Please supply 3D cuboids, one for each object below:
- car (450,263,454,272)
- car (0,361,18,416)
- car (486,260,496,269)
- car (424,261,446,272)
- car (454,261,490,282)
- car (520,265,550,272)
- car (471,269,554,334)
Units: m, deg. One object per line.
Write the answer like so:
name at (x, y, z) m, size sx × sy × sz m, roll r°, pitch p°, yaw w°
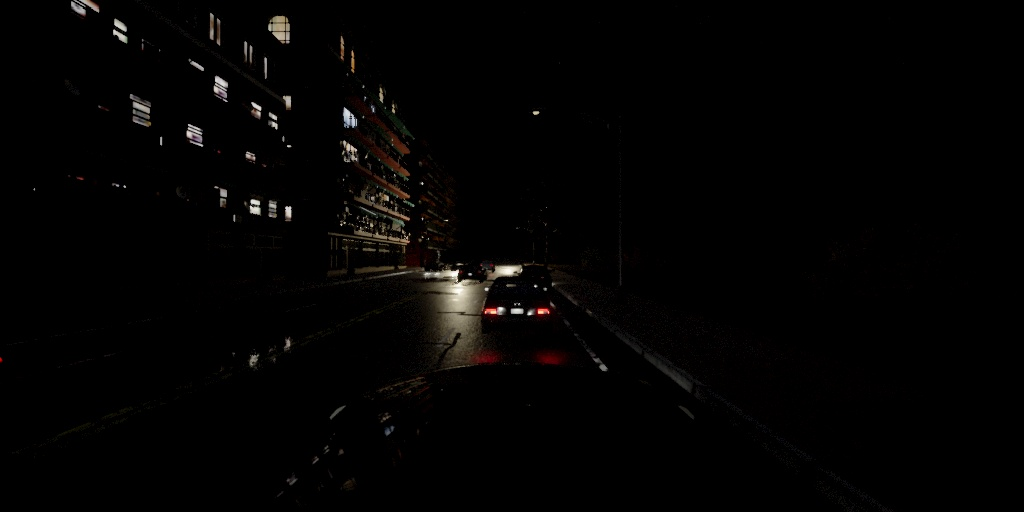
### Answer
car at (-6.516, 1.315, 45.321) m, size 1.994 × 1.385 × 4.181 m, roll 0°, pitch 0°, yaw 0°
car at (-6.600, 1.314, 2.240) m, size 1.994 × 1.385 × 4.181 m, roll 0°, pitch 0°, yaw 0°
car at (-3.068, 1.277, 45.029) m, size 1.812 × 1.442 × 4.674 m, roll 0°, pitch 0°, yaw 1°
car at (-9.767, 1.298, 45.850) m, size 2.033 × 1.411 × 5.357 m, roll 0°, pitch 0°, yaw 0°
car at (-3.099, 1.315, 28.550) m, size 1.994 × 1.385 × 4.181 m, roll 0°, pitch 0°, yaw 0°
car at (1.172, 1.257, 20.314) m, size 1.837 × 1.490 × 4.892 m, roll 0°, pitch 0°, yaw 0°
car at (0.117, 1.299, 10.626) m, size 2.033 × 1.411 × 5.357 m, roll 0°, pitch 0°, yaw 0°
